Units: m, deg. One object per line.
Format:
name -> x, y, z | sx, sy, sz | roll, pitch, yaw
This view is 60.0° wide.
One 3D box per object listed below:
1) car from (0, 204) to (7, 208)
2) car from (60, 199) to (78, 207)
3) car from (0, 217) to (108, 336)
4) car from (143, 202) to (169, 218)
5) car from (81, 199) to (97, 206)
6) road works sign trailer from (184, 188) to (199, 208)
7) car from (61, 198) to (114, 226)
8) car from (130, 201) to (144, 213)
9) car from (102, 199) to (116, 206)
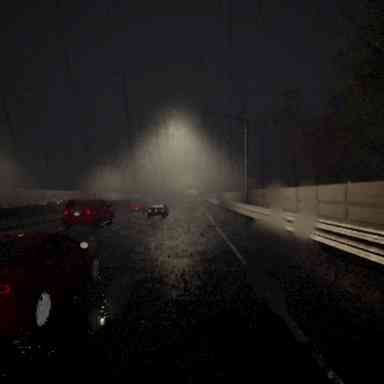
car -> -17.592, 1.761, 28.477 | 1.837, 1.490, 4.892 | 0, -1, 0
car -> -24.507, 2.128, 66.425 | 1.812, 1.442, 4.674 | 0, -1, 0
car -> -3.400, 1.540, 6.944 | 1.882, 1.535, 5.008 | 0, 0, 0
car -> -3.403, 1.858, 34.235 | 2.033, 1.411, 5.357 | 0, -1, 0
car -> -21.007, 2.155, 68.232 | 1.994, 1.385, 4.181 | 0, -1, 0
road works sign trailer -> -0.006, 1.012, 58.303 | 2.380, 3.560, 2.880 | 0, -1, 0
car -> -6.901, 1.424, 22.586 | 2.150, 2.045, 5.566 | 0, 0, 0
car -> -6.903, 1.928, 43.832 | 1.812, 1.442, 4.674 | 0, 0, 0
car -> -17.507, 2.221, 70.426 | 1.895, 1.301, 4.718 | 0, -1, 0
